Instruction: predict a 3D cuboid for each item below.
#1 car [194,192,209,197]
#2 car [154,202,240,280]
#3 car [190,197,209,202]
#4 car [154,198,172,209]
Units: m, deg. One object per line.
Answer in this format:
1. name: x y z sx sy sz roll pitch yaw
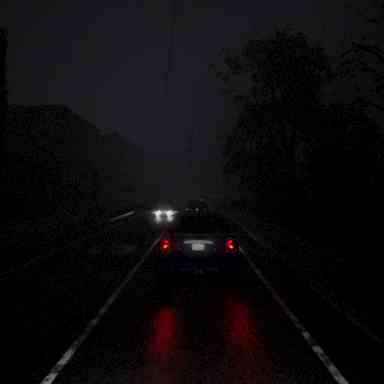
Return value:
1. car: 2.230 0.770 79.134 2.097 1.767 4.553 0 1 26
2. car: 0.185 1.344 10.122 2.097 1.767 4.553 0 0 1
3. car: 0.426 1.432 29.120 2.033 1.411 5.357 0 0 1
4. car: -3.131 1.393 37.688 1.994 1.385 4.181 0 0 1
